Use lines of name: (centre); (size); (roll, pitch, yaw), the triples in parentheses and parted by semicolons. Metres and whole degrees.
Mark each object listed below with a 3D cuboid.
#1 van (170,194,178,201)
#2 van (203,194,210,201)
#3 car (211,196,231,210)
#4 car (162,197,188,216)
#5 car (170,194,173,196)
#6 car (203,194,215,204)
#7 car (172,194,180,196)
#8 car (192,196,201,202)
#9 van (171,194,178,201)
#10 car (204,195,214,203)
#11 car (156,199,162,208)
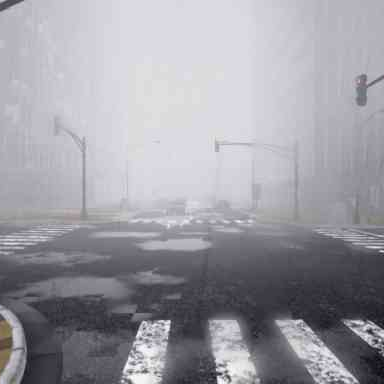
van: (-4.403, 1.321, 80.474); (1.690, 1.788, 3.998); (0, 0, 0)
van: (3.477, 1.321, 80.531); (1.690, 1.788, 3.998); (0, 0, 0)
car: (3.804, 1.579, 41.840); (1.947, 1.339, 4.313); (0, 0, 0)
car: (-1.599, 1.564, 33.645); (2.033, 1.411, 5.357); (0, 0, 0)
car: (-4.284, 1.564, 63.892); (1.947, 1.339, 4.313); (0, 0, 0)
car: (3.596, 1.313, 63.948); (2.192, 1.841, 5.009); (0, 0, 0)
car: (-1.737, 1.498, 54.234); (2.128, 1.511, 4.902); (0, 0, 0)
car: (0.969, 1.512, 73.120); (1.812, 1.442, 4.674); (0, 0, 0)
van: (-4.443, 1.315, 86.001); (1.690, 1.788, 3.998); (0, 0, 0)
car: (3.556, 1.432, 69.476); (1.967, 1.590, 4.097); (0, 0, 0)
car: (-4.165, 1.592, 47.309); (1.802, 1.307, 4.206); (0, 0, 0)
